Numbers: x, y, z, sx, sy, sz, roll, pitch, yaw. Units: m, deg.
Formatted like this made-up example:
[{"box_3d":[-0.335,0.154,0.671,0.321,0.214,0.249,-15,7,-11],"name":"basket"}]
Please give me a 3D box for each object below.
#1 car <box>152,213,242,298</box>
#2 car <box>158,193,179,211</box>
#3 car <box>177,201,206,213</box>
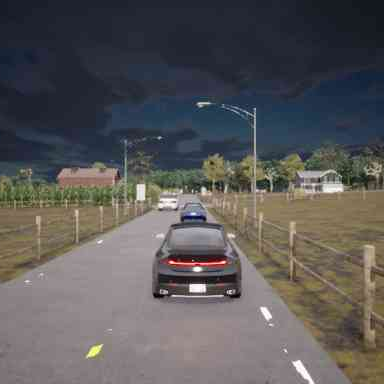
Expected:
[{"box_3d":[0.101,1.505,8.489,1.837,1.490,4.892,0,0,0],"name":"car"},{"box_3d":[-2.748,1.145,39.759,2.150,2.045,5.566,0,0,0],"name":"car"},{"box_3d":[0.105,1.538,26.150,1.994,1.385,4.181,0,0,0],"name":"car"}]
